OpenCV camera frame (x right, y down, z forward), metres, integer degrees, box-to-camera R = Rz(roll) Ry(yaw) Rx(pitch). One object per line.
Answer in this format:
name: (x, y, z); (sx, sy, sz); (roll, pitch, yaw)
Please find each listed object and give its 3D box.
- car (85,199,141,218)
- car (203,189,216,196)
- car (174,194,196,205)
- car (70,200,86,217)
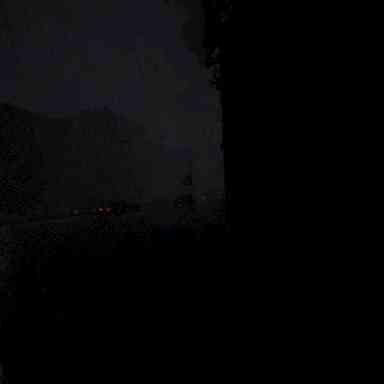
car: (-6.200, 1.352, 27.848); (2.033, 1.411, 5.357); (-3, 0, 18)
car: (3.783, 0.076, 71.162); (2.128, 1.511, 4.902); (-3, 1, 18)
car: (-0.908, 0.956, 44.413); (1.994, 1.385, 4.181); (-3, 1, 18)
car: (-9.142, 1.417, 30.674); (2.128, 1.511, 4.902); (-3, 0, 18)
